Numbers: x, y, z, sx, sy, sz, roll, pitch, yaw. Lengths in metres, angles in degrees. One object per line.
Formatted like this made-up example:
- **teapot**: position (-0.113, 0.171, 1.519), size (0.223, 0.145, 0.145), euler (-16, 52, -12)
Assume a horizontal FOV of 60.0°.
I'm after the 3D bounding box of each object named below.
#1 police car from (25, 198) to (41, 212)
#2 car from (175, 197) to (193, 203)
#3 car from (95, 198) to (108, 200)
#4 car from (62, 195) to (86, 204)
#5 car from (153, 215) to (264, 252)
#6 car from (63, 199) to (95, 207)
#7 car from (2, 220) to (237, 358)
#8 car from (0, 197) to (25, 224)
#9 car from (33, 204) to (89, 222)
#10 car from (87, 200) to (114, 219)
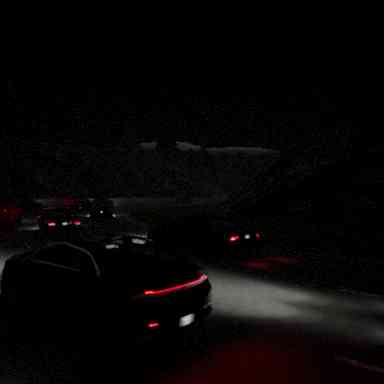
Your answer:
- **police car**: position (-21.271, 1.657, 43.220), size (1.930, 1.638, 5.238), euler (0, 0, 3)
- **car**: position (-1.932, 1.872, 79.888), size (4.181, 1.385, 1.994), euler (0, 0, -36)
- **car**: position (-16.647, 1.866, 62.090), size (1.837, 1.490, 4.892), euler (0, 0, 24)
- **car**: position (-19.202, 1.536, 55.219), size (2.150, 2.045, 5.566), euler (0, 0, 16)
- **car**: position (0.316, 1.636, 13.616), size (2.033, 1.411, 5.357), euler (0, 0, -41)
- **car**: position (-13.008, 1.822, 38.826), size (1.895, 1.301, 4.718), euler (0, 0, -3)
- **car**: position (-1.850, 1.529, 6.158), size (4.902, 1.511, 2.128), euler (0, 0, 42)
- **car**: position (-13.229, 1.341, 22.958), size (2.150, 2.045, 5.566), euler (0, 0, -22)
- **car**: position (-7.581, 1.653, 18.896), size (2.033, 1.411, 5.357), euler (0, 0, -29)
- **car**: position (-8.481, 1.747, 31.350), size (1.994, 1.385, 4.181), euler (0, 0, -14)
